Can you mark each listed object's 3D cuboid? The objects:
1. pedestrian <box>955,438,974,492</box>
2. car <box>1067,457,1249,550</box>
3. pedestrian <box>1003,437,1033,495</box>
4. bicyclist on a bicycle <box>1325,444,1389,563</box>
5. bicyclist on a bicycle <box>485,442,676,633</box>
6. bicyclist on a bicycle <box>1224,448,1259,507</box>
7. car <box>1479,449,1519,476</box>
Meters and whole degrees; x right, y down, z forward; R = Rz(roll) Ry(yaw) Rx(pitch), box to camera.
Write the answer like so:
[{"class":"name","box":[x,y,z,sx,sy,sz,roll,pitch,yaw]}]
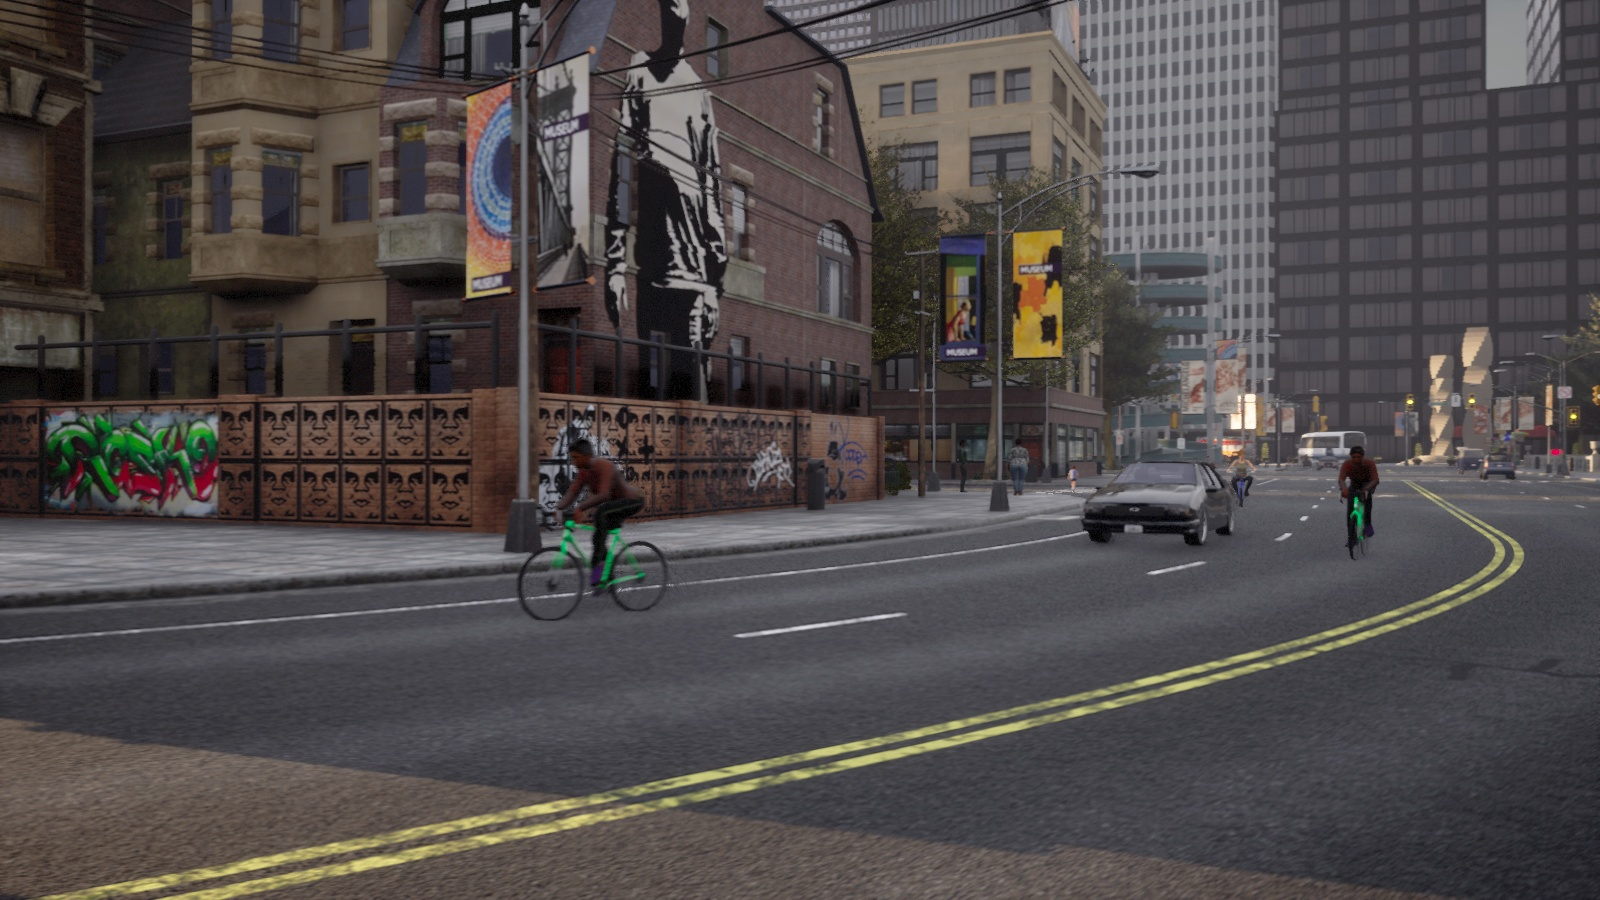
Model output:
[{"class":"pedestrian","box":[5.672,0.522,43.393,0.614,1.847,0.353,0,0,2]},{"class":"car","box":[6.460,0.845,22.187,2.033,1.411,5.357,0,0,28]},{"class":"pedestrian","box":[7.040,0.510,40.473,0.874,1.855,0.900,0,0,15]},{"class":"bicyclist on a bicycle","box":[7.979,0.733,17.954,0.582,1.620,1.656,-1,0,32]},{"class":"bicyclist on a bicycle","box":[-1.965,0.739,11.403,1.656,1.620,0.582,0,0,-44]},{"class":"bicyclist on a bicycle","box":[12.440,0.759,35.328,0.866,1.612,1.509,0,0,21]},{"class":"car","box":[43.140,0.773,77.591,1.851,1.617,3.988,0,0,24]}]
